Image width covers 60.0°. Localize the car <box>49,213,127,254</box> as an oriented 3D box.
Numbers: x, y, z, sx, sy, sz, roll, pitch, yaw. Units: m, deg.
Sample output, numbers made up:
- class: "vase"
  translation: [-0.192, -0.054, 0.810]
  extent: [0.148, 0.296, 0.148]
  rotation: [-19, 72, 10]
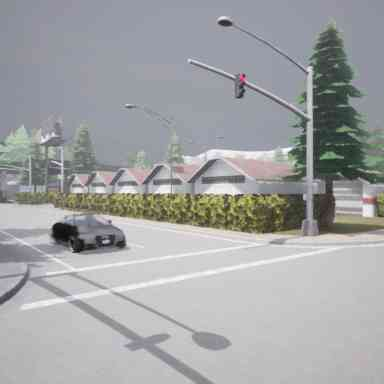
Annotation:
- class: "car"
  translation: [-4.364, 1.595, 13.673]
  extent: [1.994, 1.385, 4.181]
  rotation: [0, 1, -38]
